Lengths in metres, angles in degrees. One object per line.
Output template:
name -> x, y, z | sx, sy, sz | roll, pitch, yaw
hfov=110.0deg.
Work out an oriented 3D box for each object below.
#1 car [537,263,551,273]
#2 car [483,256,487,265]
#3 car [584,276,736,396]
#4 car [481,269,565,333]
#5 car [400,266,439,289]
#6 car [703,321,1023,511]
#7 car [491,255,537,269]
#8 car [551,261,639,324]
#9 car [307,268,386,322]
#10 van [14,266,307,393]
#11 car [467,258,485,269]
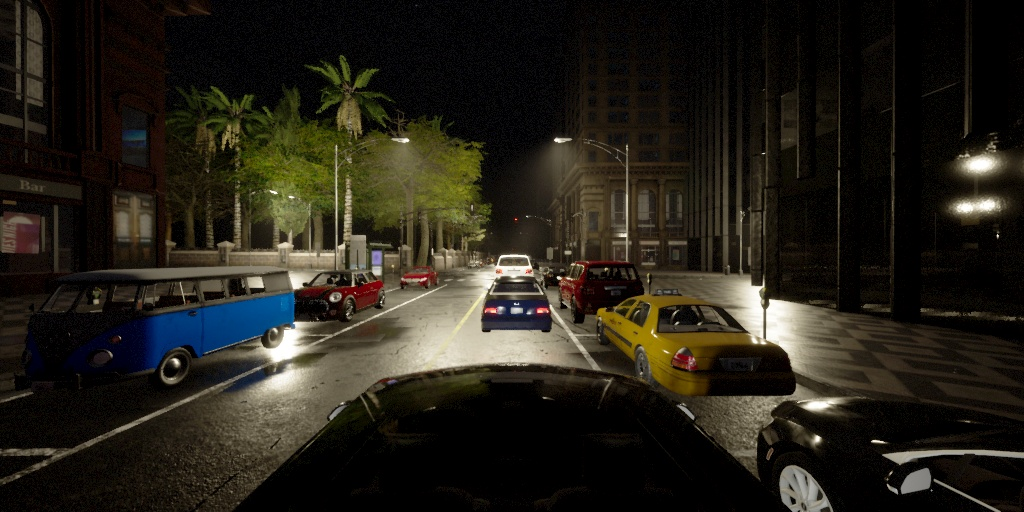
car -> 2.767, 1.308, 22.758 | 1.948, 1.339, 4.313 | 0, 0, 0
car -> -5.750, 1.153, 60.057 | 1.967, 1.591, 4.097 | 0, 0, 0
car -> 2.763, 1.274, 6.652 | 1.751, 1.417, 4.829 | 0, 0, 0
car -> 0.105, 1.295, 10.728 | 2.033, 1.411, 5.357 | 0, 0, 0
car -> -5.759, 1.324, 22.778 | 1.802, 1.307, 4.207 | 0, 0, 0
car -> 2.762, 1.300, 1.057 | 2.007, 1.370, 4.403 | 0, 0, 0
car -> 0.105, 0.965, 21.299 | 2.150, 2.045, 5.566 | 0, 0, 0
car -> 2.764, 1.062, 11.908 | 2.192, 1.841, 5.009 | 0, 0, 0
car -> -5.761, 1.187, 11.925 | 1.967, 1.591, 4.097 | 0, 0, 0
van -> -5.762, 1.090, 6.499 | 1.690, 1.789, 3.998 | 0, 0, 0
car -> -5.752, 1.269, 54.637 | 2.007, 1.370, 4.403 | 0, 0, 0
